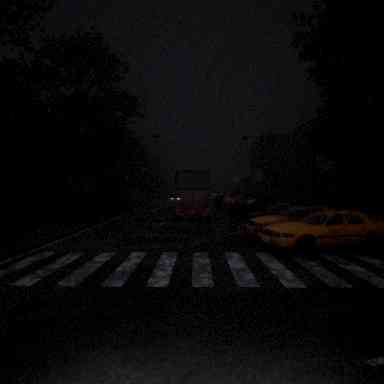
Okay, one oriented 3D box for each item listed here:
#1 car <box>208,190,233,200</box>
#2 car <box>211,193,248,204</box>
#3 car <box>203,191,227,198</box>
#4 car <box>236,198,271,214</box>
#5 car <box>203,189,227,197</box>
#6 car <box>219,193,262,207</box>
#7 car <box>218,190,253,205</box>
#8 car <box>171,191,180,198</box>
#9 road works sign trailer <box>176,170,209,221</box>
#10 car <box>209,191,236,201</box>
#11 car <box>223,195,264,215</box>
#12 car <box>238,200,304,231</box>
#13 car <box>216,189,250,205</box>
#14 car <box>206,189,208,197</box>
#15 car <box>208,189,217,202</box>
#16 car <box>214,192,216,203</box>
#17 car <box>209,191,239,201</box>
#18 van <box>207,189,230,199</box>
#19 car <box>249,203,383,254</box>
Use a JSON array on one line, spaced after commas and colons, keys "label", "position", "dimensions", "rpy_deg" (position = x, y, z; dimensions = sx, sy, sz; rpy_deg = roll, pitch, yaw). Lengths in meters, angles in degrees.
[{"label": "car", "position": [5.680, 0.600, 66.857], "dimensions": [4.553, 1.767, 2.185], "rpy_deg": [1, 1, -20]}, {"label": "car", "position": [5.491, 0.940, 48.827], "dimensions": [4.792, 1.488, 2.163], "rpy_deg": [1, 1, -20]}, {"label": "car", "position": [5.529, 0.606, 78.806], "dimensions": [5.366, 1.575, 1.946], "rpy_deg": [1, 1, -20]}, {"label": "car", "position": [5.347, 1.286, 18.826], "dimensions": [4.892, 1.521, 2.231], "rpy_deg": [1, 1, -20]}, {"label": "car", "position": [5.746, 0.303, 84.895], "dimensions": [5.566, 2.045, 2.435], "rpy_deg": [1, 0, -20]}, {"label": "car", "position": [5.367, 1.155, 30.817], "dimensions": [4.792, 1.488, 2.163], "rpy_deg": [1, 1, -20]}, {"label": "car", "position": [5.446, 0.963, 33.835], "dimensions": [4.553, 1.767, 2.185], "rpy_deg": [1, 1, -20]}, {"label": "car", "position": [-3.735, 0.620, 75.877], "dimensions": [1.837, 1.490, 4.892], "rpy_deg": [0, 1, 0]}, {"label": "road works sign trailer", "position": [0.055, 0.186, 24.553], "dimensions": [2.380, 3.560, 2.880], "rpy_deg": [0, 1, 0]}, {"label": "car", "position": [5.576, 0.658, 60.841], "dimensions": [4.553, 1.767, 2.185], "rpy_deg": [1, 0, -20]}, {"label": "car", "position": [5.380, 1.205, 27.826], "dimensions": [4.674, 1.452, 2.002], "rpy_deg": [0, 1, -20]}, {"label": "car", "position": [5.156, 1.320, 15.762], "dimensions": [5.366, 1.575, 1.946], "rpy_deg": [0, 1, -20]}, {"label": "car", "position": [5.466, 0.926, 36.836], "dimensions": [4.553, 1.767, 2.185], "rpy_deg": [1, 1, -20]}, {"label": "car", "position": [5.520, 0.626, 51.825], "dimensions": [5.566, 2.045, 2.435], "rpy_deg": [1, 1, -20]}, {"label": "car", "position": [5.465, 0.728, 42.809], "dimensions": [5.566, 2.045, 2.435], "rpy_deg": [1, 1, -20]}, {"label": "car", "position": [5.450, 1.055, 39.834], "dimensions": [4.674, 1.452, 2.002], "rpy_deg": [1, 0, -20]}, {"label": "car", "position": [5.555, 0.689, 57.840], "dimensions": [4.553, 1.767, 2.185], "rpy_deg": [1, 0, -20]}, {"label": "van", "position": [5.791, 0.443, 72.904], "dimensions": [4.442, 1.987, 1.878], "rpy_deg": [1, 0, -20]}, {"label": "car", "position": [5.150, 1.360, 12.761], "dimensions": [5.366, 1.575, 1.946], "rpy_deg": [1, 1, -20]}]
